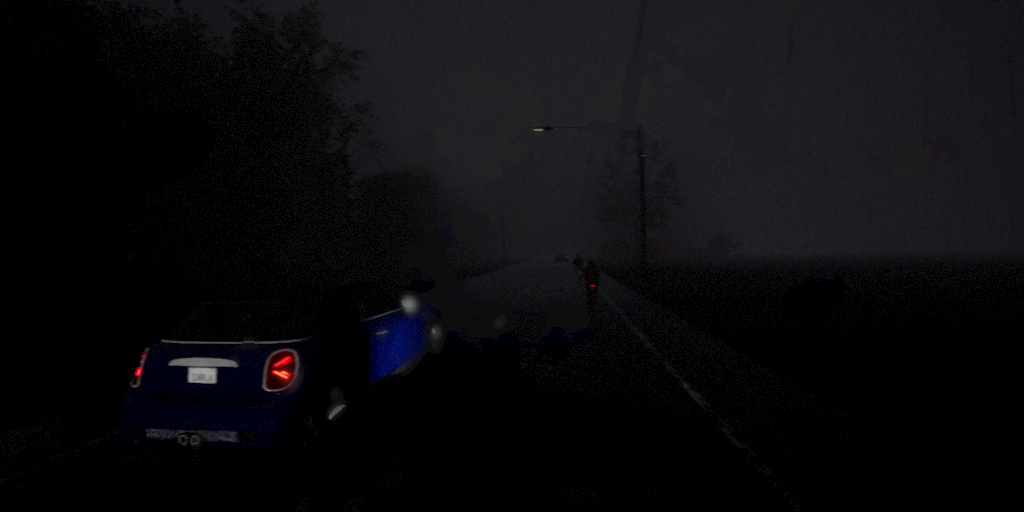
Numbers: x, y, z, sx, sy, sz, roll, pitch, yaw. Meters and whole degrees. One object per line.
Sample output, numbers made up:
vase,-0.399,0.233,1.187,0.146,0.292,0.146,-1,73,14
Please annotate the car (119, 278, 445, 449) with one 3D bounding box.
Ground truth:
car,-2.653,1.113,5.518,2.097,1.767,4.553,-1,1,8

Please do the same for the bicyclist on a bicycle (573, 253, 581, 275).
bicyclist on a bicycle,3.938,0.689,21.253,0.659,1.776,1.843,-1,1,8

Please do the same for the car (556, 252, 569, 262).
car,7.685,0.233,54.596,1.994,1.385,4.181,-1,1,8

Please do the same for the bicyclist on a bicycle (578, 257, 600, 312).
bicyclist on a bicycle,2.615,0.965,11.721,0.582,1.620,1.656,-1,1,8
